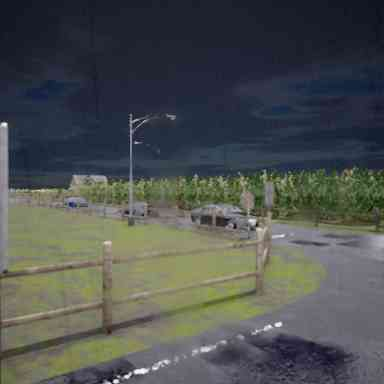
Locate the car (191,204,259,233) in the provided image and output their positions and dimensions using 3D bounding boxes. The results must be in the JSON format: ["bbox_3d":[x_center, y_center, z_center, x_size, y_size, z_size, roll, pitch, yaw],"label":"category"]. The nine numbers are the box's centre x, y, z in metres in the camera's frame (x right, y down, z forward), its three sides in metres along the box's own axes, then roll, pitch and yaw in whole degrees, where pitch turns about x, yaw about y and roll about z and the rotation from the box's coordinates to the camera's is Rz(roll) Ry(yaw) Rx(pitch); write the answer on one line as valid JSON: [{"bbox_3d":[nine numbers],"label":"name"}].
[{"bbox_3d":[1.908,1.519,20.388,2.128,1.511,4.902,0,0,-38],"label":"car"}]

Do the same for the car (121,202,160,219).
[{"bbox_3d":[-4.549,1.554,29.050,1.994,1.385,4.181,0,0,-37],"label":"car"}]

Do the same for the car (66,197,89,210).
[{"bbox_3d":[-14.658,1.404,42.756,1.882,1.535,5.008,0,0,-36],"label":"car"}]
